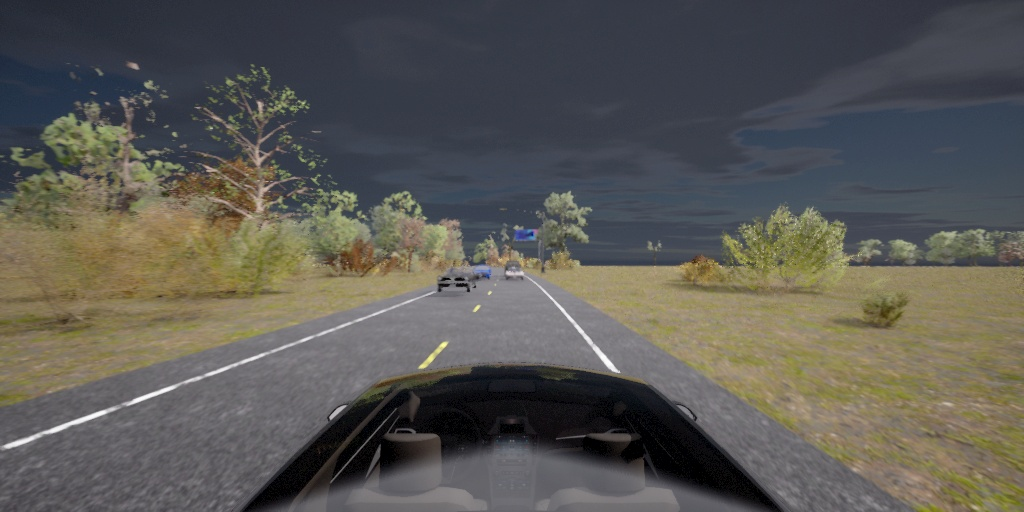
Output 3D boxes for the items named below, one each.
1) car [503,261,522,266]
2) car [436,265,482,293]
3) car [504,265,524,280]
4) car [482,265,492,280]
[{"bbox_3d":[0.077,1.632,46.481,2.150,2.045,5.566,0,-1,-2],"label":"car"},{"bbox_3d":[-3.116,1.311,21.139,1.895,1.301,4.718,0,-1,0],"label":"car"},{"bbox_3d":[0.297,1.884,38.508,1.895,1.301,4.718,0,-1,0],"label":"car"},{"bbox_3d":[-3.236,1.747,39.314,1.882,1.535,5.008,0,-1,-1],"label":"car"}]
